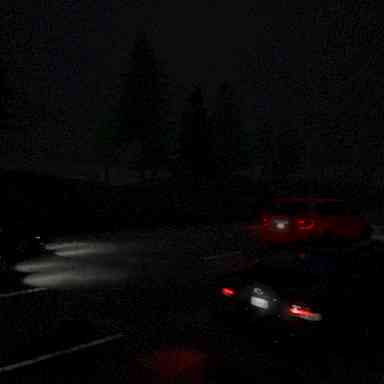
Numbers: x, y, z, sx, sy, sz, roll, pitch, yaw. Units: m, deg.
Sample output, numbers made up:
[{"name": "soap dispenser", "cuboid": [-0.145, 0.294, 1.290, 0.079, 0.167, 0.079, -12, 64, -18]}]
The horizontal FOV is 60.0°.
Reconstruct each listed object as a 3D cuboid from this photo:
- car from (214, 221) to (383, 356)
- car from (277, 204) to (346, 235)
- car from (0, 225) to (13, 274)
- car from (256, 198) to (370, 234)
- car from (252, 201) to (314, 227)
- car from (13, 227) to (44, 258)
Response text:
[{"name": "car", "cuboid": [2.774, 1.550, 6.224, 5.357, 1.411, 2.033, 0, 0, -42]}, {"name": "car", "cuboid": [7.159, 1.539, 19.677, 4.674, 1.442, 1.812, 0, 0, -42]}, {"name": "car", "cuboid": [-7.049, 1.564, 7.619, 4.892, 1.490, 1.837, 0, 1, -35]}, {"name": "car", "cuboid": [5.001, 1.230, 13.023, 5.566, 2.045, 2.150, 0, 0, -42]}, {"name": "car", "cuboid": [6.620, 1.505, 23.901, 5.008, 1.535, 1.882, 0, 0, -42]}, {"name": "car", "cuboid": [-7.738, 1.574, 11.392, 4.892, 1.490, 1.837, 0, 0, -37]}]
